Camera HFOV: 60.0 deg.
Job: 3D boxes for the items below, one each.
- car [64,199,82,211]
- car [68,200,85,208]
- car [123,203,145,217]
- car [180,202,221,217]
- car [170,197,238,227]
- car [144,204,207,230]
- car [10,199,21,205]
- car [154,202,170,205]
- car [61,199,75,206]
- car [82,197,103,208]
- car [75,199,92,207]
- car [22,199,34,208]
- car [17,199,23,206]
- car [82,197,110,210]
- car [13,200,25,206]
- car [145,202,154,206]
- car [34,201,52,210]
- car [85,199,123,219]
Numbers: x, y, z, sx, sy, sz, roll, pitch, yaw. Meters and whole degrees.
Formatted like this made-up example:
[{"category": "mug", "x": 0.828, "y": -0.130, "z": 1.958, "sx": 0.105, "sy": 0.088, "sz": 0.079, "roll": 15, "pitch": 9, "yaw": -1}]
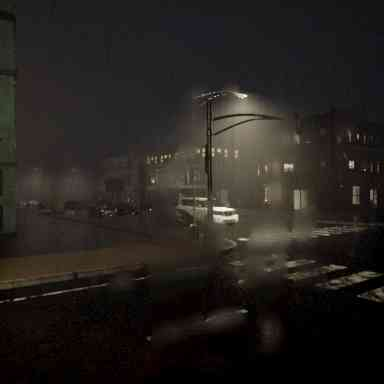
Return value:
[{"category": "car", "x": -18.661, "y": 2.093, "z": 52.427, "sx": 1.882, "sy": 1.535, "sz": 5.008, "roll": -1, "pitch": 0, "yaw": -36}, {"category": "car", "x": -21.440, "y": 2.230, "z": 61.646, "sx": 1.994, "sy": 1.385, "sz": 4.181, "roll": -1, "pitch": 0, "yaw": -36}, {"category": "car", "x": -7.707, "y": 1.939, "z": 36.935, "sx": 2.033, "sy": 1.411, "sz": 5.357, "roll": -1, "pitch": 0, "yaw": -36}, {"category": "car", "x": 0.813, "y": 1.810, "z": 34.955, "sx": 2.008, "sy": 1.369, "sz": 4.403, "roll": -2, "pitch": 0, "yaw": -36}, {"category": "car", "x": 0.973, "y": 1.436, "z": 24.786, "sx": 2.150, "sy": 2.045, "sz": 5.566, "roll": -1, "pitch": 1, "yaw": -35}, {"category": "car", "x": -1.250, "y": 1.815, "z": 23.224, "sx": 1.947, "sy": 1.339, "sz": 4.313, "roll": -2, "pitch": 0, "yaw": -36}, {"category": "car", "x": -44.629, "y": 2.598, "z": 84.115, "sx": 1.887, "sy": 1.381, "sz": 4.507, "roll": -1, "pitch": 0, "yaw": -36}, {"category": "car", "x": -2.405, "y": 1.904, "z": 39.459, "sx": 1.802, "sy": 1.307, "sz": 4.206, "roll": -2, "pitch": 0, "yaw": -36}, {"category": "car", "x": -28.156, "y": 2.364, "z": 75.482, "sx": 1.947, "sy": 1.339, "sz": 4.313, "roll": -1, "pitch": 0, "yaw": -36}, {"category": "car", "x": -18.505, "y": 1.940, "z": 61.972, "sx": 2.192, "sy": 1.841, "sz": 5.009, "roll": -1, "pitch": 0, "yaw": -36}, {"category": "car", "x": -21.719, "y": 2.228, "z": 66.475, "sx": 1.887, "sy": 1.381, "sz": 4.507, "roll": -1, "pitch": 0, "yaw": -36}, {"category": "car", "x": -31.754, "y": 2.376, "z": 66.104, "sx": 2.008, "sy": 1.369, "sz": 4.403, "roll": -1, "pitch": 0, "yaw": -36}, {"category": "car", "x": -38.194, "y": 2.380, "z": 75.109, "sx": 1.967, "sy": 1.590, "sz": 4.097, "roll": -1, "pitch": 0, "yaw": -36}, {"category": "car", "x": -15.379, "y": 2.033, "z": 53.166, "sx": 1.882, "sy": 1.535, "sz": 5.008, "roll": -1, "pitch": 0, "yaw": -35}, {"category": "car", "x": -41.411, "y": 2.548, "z": 79.613, "sx": 2.008, "sy": 1.369, "sz": 4.403, "roll": -1, "pitch": 0, "yaw": -36}, {"category": "car", "x": -5.623, "y": 1.966, "z": 43.961, "sx": 1.802, "sy": 1.307, "sz": 4.206, "roll": -2, "pitch": 0, "yaw": -36}, {"category": "car", "x": -25.218, "y": 2.233, "z": 56.959, "sx": 1.752, "sy": 1.417, "sz": 4.829, "roll": -1, "pitch": 0, "yaw": -36}, {"category": "car", "x": -9.224, "y": 1.847, "z": 34.583, "sx": 1.967, "sy": 1.590, "sz": 4.097, "roll": -1, "pitch": 0, "yaw": -36}]
